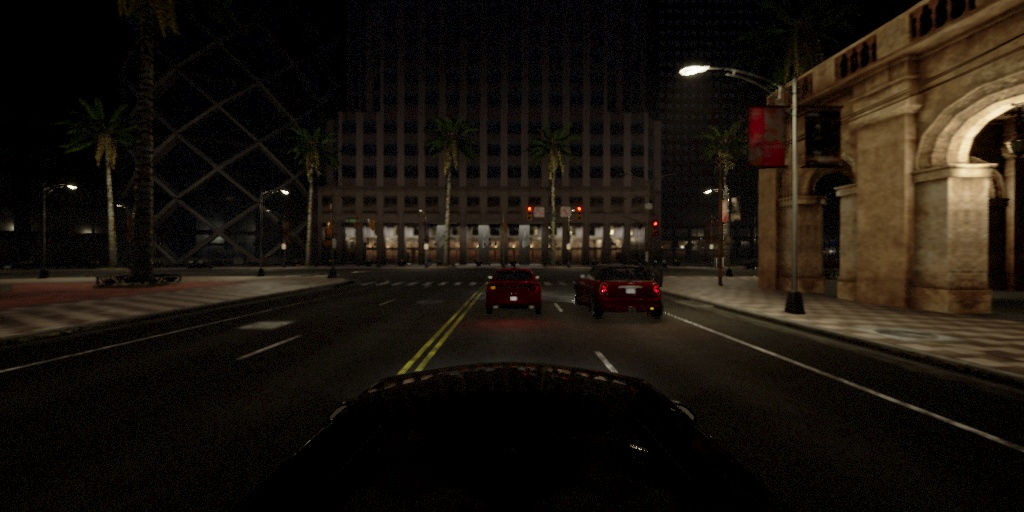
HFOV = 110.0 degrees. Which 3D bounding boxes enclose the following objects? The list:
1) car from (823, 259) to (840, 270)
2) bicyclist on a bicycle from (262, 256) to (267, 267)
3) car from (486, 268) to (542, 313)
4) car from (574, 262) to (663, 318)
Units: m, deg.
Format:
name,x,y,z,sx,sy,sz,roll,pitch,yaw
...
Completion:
name,x,y,z,sx,sy,sz,roll,pitch,yaw
car,39.808,1.097,45.314,4.674,1.442,1.812,0,0,1
bicyclist on a bicycle,-35.738,0.849,51.764,0.582,1.620,1.656,0,1,-12
car,0.070,1.179,13.752,1.882,1.535,5.008,0,0,0
car,3.566,1.057,12.841,2.097,1.767,4.553,0,0,0
